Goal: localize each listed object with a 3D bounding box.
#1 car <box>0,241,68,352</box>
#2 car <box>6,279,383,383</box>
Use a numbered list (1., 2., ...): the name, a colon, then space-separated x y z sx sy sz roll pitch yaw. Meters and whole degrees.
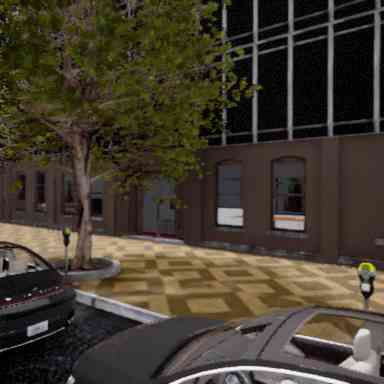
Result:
1. car: -3.754 1.498 5.537 4.403 1.369 2.008 1 0 35
2. car: 0.889 1.546 2.245 4.403 1.369 2.008 1 0 35
